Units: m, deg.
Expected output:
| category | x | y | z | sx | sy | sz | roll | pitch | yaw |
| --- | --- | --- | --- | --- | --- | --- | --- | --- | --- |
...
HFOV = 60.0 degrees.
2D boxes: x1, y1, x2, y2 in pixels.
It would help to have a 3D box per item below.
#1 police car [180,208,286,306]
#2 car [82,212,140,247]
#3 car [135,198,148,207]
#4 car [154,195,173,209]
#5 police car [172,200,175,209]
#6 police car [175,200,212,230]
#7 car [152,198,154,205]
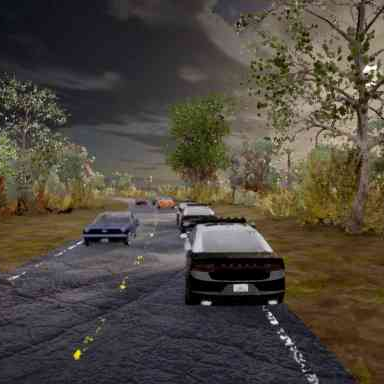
| category | x | y | z | sx | sy | sz | roll | pitch | yaw |
| --- | --- | --- | --- | --- | --- | --- | --- | --- | --- |
| police car | 0.744 | 1.426 | 8.241 | 1.930 | 1.638 | 5.238 | 0 | 0 | -2 |
| car | -3.559 | 1.602 | 15.273 | 1.895 | 1.301 | 4.718 | 0 | 0 | -3 |
| car | -7.799 | 1.605 | 51.184 | 1.895 | 1.301 | 4.718 | 0 | 0 | -10 |
| car | -3.691 | 1.355 | 45.652 | 2.097 | 1.767 | 4.553 | 0 | 0 | -9 |
| police car | -0.224 | 1.427 | 24.337 | 1.930 | 1.638 | 5.238 | 0 | 0 | -5 |
| police car | 0.239 | 1.427 | 18.307 | 1.930 | 1.638 | 5.238 | 0 | 0 | -4 |
| car | -5.866 | 1.355 | 57.949 | 2.097 | 1.767 | 4.553 | 0 | 0 | -12 |
